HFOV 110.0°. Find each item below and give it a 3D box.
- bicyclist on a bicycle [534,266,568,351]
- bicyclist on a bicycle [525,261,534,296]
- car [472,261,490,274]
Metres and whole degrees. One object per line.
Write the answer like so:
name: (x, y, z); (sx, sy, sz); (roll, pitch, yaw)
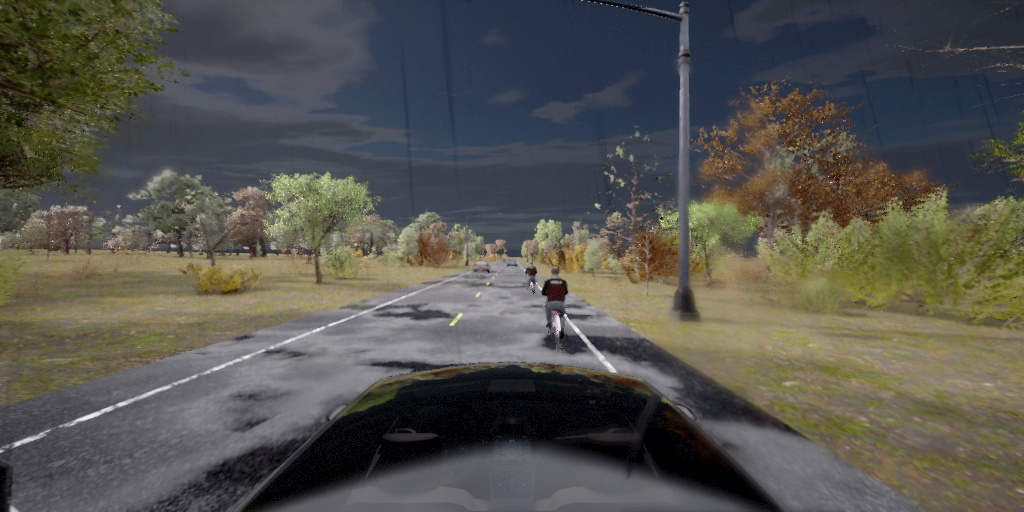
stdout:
bicyclist on a bicycle: (0.961, 1.122, 8.153); (0.659, 1.776, 1.843); (0, 0, 0)
bicyclist on a bicycle: (0.959, 1.127, 17.894); (0.659, 1.776, 1.843); (0, 0, 0)
car: (-3.596, 1.308, 42.944); (1.812, 1.442, 4.674); (0, 0, 0)
